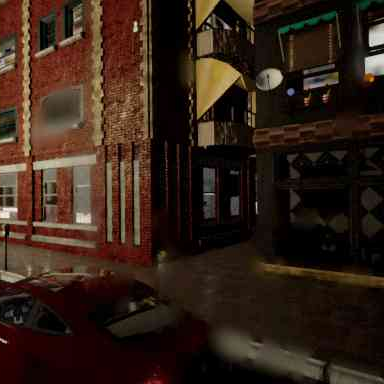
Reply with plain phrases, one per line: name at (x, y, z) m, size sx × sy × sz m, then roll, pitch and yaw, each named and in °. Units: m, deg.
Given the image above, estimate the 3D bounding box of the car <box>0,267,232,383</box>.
car at (-1.551, 1.583, 3.959) m, size 4.206 × 1.307 × 1.802 m, roll 0°, pitch -1°, yaw 36°
